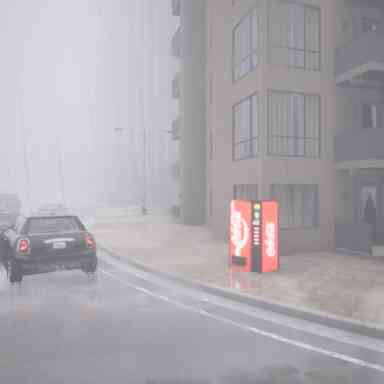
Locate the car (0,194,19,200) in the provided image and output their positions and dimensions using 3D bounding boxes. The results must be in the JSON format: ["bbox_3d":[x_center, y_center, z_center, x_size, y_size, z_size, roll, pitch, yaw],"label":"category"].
[{"bbox_3d":[-20.513,1.225,36.025,5.566,2.045,2.150,0,0,43],"label":"car"}]

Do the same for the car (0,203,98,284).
[{"bbox_3d":[-4.494,1.351,10.006,2.097,1.767,4.553,0,0,-34],"label":"car"}]

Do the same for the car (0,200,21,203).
[{"bbox_3d":[-13.700,1.526,24.045,1.812,1.442,4.674,0,0,-18],"label":"car"}]

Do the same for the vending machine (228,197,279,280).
[{"bbox_3d":[1.700,1.195,9.166,1.100,2.100,0.880,0,0,-42],"label":"vending machine"}]

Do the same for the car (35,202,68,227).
[{"bbox_3d":[-9.952,1.526,23.826,1.812,1.442,4.674,0,0,-18],"label":"car"}]
